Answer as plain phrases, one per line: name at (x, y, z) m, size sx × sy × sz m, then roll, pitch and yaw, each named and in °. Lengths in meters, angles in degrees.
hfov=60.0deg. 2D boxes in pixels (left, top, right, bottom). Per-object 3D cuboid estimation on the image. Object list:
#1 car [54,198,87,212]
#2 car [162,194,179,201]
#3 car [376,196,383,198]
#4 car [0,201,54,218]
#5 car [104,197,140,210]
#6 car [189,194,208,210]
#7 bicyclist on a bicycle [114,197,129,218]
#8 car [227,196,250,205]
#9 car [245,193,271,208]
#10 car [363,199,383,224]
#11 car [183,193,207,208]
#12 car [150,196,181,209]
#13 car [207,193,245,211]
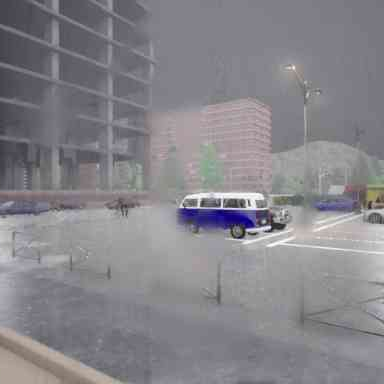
car at (-14.464, 1.437, 38.394) m, size 2.128 × 1.511 × 4.902 m, roll 0°, pitch 0°, yaw 35°
car at (-5.108, 1.285, 77.827) m, size 1.851 × 1.617 × 3.988 m, roll 0°, pitch 0°, yaw 36°
car at (16.452, 1.153, 26.046) m, size 4.605 × 1.855 × 1.932 m, roll 0°, pitch 0°, yaw 36°
car at (-15.858, 1.492, 30.348) m, size 2.033 × 1.411 × 5.357 m, roll 0°, pitch 0°, yaw 35°
car at (-8.495, 1.450, 40.780) m, size 1.837 × 1.490 × 4.892 m, roll 0°, pitch 0°, yaw 35°
car at (2.250, 1.436, 49.692) m, size 2.128 × 1.511 × 4.902 m, roll 0°, pitch 0°, yaw 36°
bicyclist on a bicycle at (-5.504, 1.248, 25.969) m, size 1.656 × 1.620 × 0.582 m, roll 0°, pitch 0°, yaw 35°
car at (8.174, 1.422, 58.174) m, size 1.882 × 1.535 × 5.008 m, roll 0°, pitch 0°, yaw 35°
car at (11.034, 1.436, 56.157) m, size 2.128 × 1.511 × 4.902 m, roll 0°, pitch 0°, yaw 35°
car at (13.246, 1.395, 21.481) m, size 3.806 × 1.475 × 1.970 m, roll 0°, pitch 0°, yaw 36°
car at (1.506, 1.171, 54.822) m, size 2.150 × 2.045 × 5.566 m, roll 0°, pitch 0°, yaw 36°
car at (-4.556, 1.437, 52.381) m, size 2.128 × 1.511 × 4.902 m, roll 0°, pitch 0°, yaw 36°
car at (4.929, 1.166, 47.431) m, size 2.150 × 2.045 × 5.566 m, roll 0°, pitch 0°, yaw 36°
